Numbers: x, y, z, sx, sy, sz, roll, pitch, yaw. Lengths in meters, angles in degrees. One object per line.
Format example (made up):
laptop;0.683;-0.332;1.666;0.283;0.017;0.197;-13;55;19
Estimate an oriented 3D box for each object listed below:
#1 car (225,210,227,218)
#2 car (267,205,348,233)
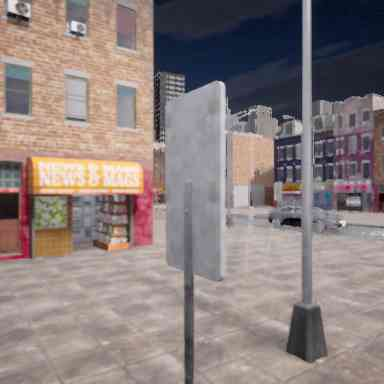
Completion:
car;0.883;1.418;28.240;2.097;1.767;4.553;0;0;-35
car;6.759;1.542;19.916;2.128;1.511;4.902;0;0;-35
